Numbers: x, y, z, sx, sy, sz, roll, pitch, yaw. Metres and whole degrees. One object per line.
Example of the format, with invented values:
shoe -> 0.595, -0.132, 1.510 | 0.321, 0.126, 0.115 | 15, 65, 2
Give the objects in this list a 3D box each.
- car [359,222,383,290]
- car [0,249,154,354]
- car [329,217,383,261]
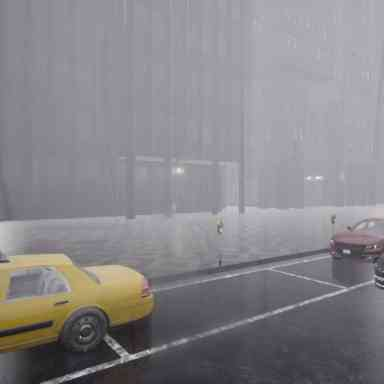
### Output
car -> 6.149, 1.505, 7.776 | 4.892, 1.490, 1.837 | 0, 0, -36
car -> -2.908, 1.525, 4.574 | 4.829, 1.417, 1.752 | 0, 0, -36
car -> 6.468, 1.546, 11.277 | 4.507, 1.381, 1.887 | 0, 0, -36
